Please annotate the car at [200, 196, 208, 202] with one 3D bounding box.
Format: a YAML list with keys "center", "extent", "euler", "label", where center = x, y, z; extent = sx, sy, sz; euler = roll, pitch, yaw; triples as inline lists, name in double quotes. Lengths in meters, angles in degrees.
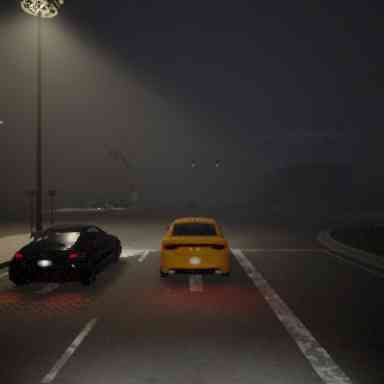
- center: [3.464, 1.968, 94.453]
  extent: [2.097, 1.767, 4.553]
  euler: [0, 0, 0]
  label: "car"

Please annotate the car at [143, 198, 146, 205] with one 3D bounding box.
- center: [-11.528, 2.084, 75.240]
  extent: [1.837, 1.490, 4.892]
  euler: [0, 0, 0]
  label: "car"

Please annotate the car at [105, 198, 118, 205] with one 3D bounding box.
- center: [-18.529, 2.098, 77.048]
  extent: [1.837, 1.490, 4.892]
  euler: [0, 0, 0]
  label: "car"

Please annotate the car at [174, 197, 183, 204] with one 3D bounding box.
- center: [-3.532, 2.173, 84.475]
  extent: [1.812, 1.442, 4.674]
  euler: [0, 0, 0]
  label: "car"

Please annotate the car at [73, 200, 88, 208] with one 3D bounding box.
- center: [-18.582, 2.042, 56.719]
  extent: [1.895, 1.301, 4.718]
  euler: [0, 0, 0]
  label: "car"

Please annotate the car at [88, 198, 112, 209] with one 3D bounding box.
- center: [-15.097, 1.989, 54.742]
  extent: [1.994, 1.385, 4.181]
  euler: [0, 0, 0]
  label: "car"

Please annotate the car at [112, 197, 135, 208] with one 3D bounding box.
- center: [-11.596, 1.982, 55.948]
  extent: [2.033, 1.411, 5.357]
  euler: [0, 0, 0]
  label: "car"

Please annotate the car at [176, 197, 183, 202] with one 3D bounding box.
- center: [-3.536, 2.166, 94.479]
  extent: [1.994, 1.385, 4.181]
  euler: [0, 0, 0]
  label: "car"

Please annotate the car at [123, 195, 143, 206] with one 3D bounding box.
- center: [-11.530, 1.857, 65.067]
  extent: [2.097, 1.767, 4.553]
  euler: [0, 0, 0]
  label: "car"

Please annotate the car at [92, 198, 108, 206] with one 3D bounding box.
- center: [-18.525, 2.020, 66.869]
  extent: [1.837, 1.490, 4.892]
  euler: [0, 0, 0]
  label: "car"

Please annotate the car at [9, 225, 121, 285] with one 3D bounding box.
- center: [-3.422, 1.642, 9.759]
  extent: [1.994, 1.385, 4.181]
  euler: [0, 0, 0]
  label: "car"

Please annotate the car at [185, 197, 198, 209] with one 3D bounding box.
- center: [-0.020, 1.941, 53.450]
  extent: [1.812, 1.442, 4.674]
  euler: [0, 0, 0]
  label: "car"

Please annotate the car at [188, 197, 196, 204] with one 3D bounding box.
- center: [-0.032, 2.144, 84.060]
  extent: [1.837, 1.490, 4.892]
  euler: [0, 0, 0]
  label: "car"

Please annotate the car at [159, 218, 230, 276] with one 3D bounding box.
- center: [0.080, 1.561, 10.635]
  extent: [1.882, 1.535, 5.008]
  euler: [0, 0, 0]
  label: "car"

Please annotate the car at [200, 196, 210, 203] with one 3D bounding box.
- center: [3.468, 2.244, 84.507]
  extent: [1.895, 1.301, 4.718]
  euler: [0, 0, 0]
  label: "car"

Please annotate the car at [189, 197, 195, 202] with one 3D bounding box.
- center: [-0.036, 2.113, 94.481]
  extent: [1.837, 1.490, 4.892]
  euler: [0, 0, 0]
  label: "car"
